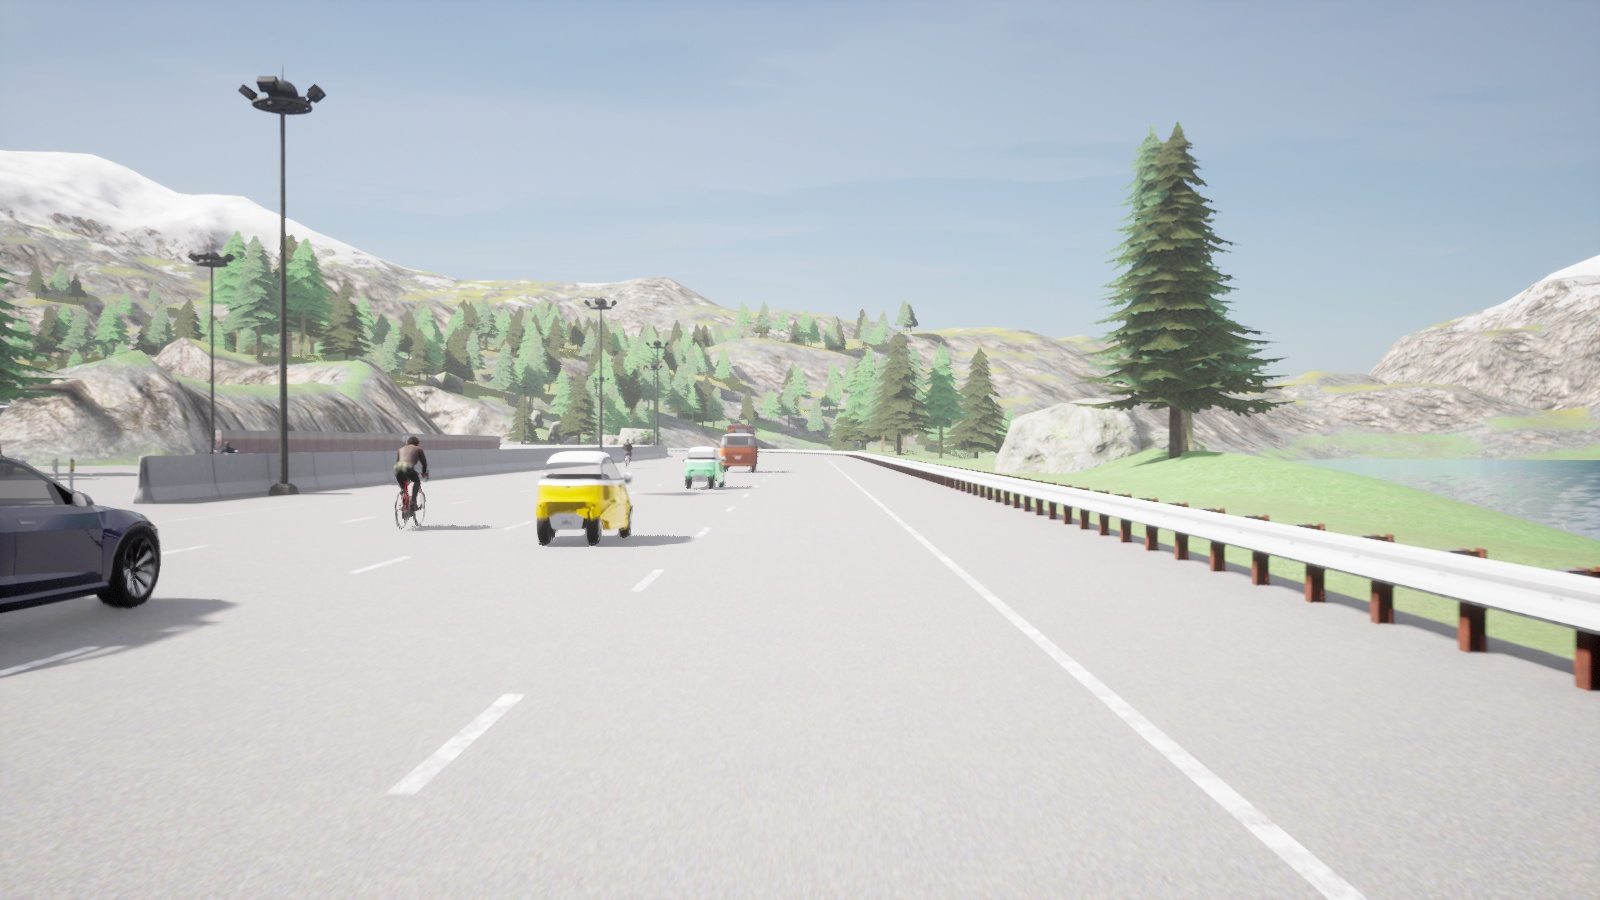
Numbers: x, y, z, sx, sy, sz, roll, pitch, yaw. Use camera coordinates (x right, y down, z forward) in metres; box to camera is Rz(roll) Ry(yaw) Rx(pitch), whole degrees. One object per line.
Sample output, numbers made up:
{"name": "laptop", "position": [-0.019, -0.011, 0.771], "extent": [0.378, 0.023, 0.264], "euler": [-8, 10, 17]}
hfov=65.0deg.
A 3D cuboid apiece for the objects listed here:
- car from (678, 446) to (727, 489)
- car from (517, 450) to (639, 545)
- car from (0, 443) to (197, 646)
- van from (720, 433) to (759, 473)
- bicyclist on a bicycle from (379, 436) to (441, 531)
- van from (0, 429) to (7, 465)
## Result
{"name": "car", "position": [-3.242, 0.562, 42.036], "extent": [1.481, 1.376, 2.207], "euler": [0, 1, 0]}
{"name": "car", "position": [-3.373, 0.690, 19.385], "extent": [1.481, 1.376, 2.207], "euler": [0, 0, 0]}
{"name": "car", "position": [-6.929, 0.686, 9.746], "extent": [2.163, 1.488, 4.792], "euler": [0, 0, 0]}
{"name": "van", "position": [-3.108, 0.128, 65.351], "extent": [1.775, 1.987, 4.442], "euler": [0, 0, 0]}
{"name": "bicyclist on a bicycle", "position": [-6.857, 0.569, 22.148], "extent": [0.582, 1.620, 1.656], "euler": [0, 0, 0]}
{"name": "van", "position": [-47.206, -0.159, 70.162], "extent": [4.480, 2.038, 2.069], "euler": [0, 0, 0]}
